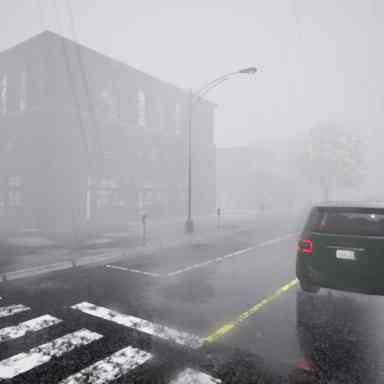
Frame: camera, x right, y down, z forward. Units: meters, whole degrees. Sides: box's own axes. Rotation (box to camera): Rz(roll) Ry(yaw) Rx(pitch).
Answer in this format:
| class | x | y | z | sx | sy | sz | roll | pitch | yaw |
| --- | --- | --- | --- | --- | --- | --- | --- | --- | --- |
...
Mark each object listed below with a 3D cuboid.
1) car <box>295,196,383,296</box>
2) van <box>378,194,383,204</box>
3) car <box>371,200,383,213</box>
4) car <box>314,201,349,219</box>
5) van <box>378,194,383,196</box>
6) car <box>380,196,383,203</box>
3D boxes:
| class | x | y | z | sx | sy | sz | roll | pitch | yaw |
| --- | --- | --- | --- | --- | --- | --- | --- | --- | --- |
| car | 4.312 | 1.224 | 8.193 | 2.150 | 2.045 | 5.566 | 0 | 0 | 35 |
| van | 38.099 | 1.350 | 65.887 | 1.690 | 1.788 | 3.998 | 1 | 1 | 35 |
| car | 22.132 | 1.612 | 38.631 | 1.895 | 1.301 | 4.718 | 0 | 0 | 35 |
| car | 12.518 | 1.574 | 29.665 | 1.947 | 1.339 | 4.313 | 1 | 0 | 35 |
| van | 28.507 | 1.352 | 52.303 | 1.690 | 1.788 | 3.998 | 1 | 1 | 35 |
| car | 41.294 | 1.558 | 70.417 | 2.008 | 1.369 | 4.403 | 1 | 1 | 35 |
